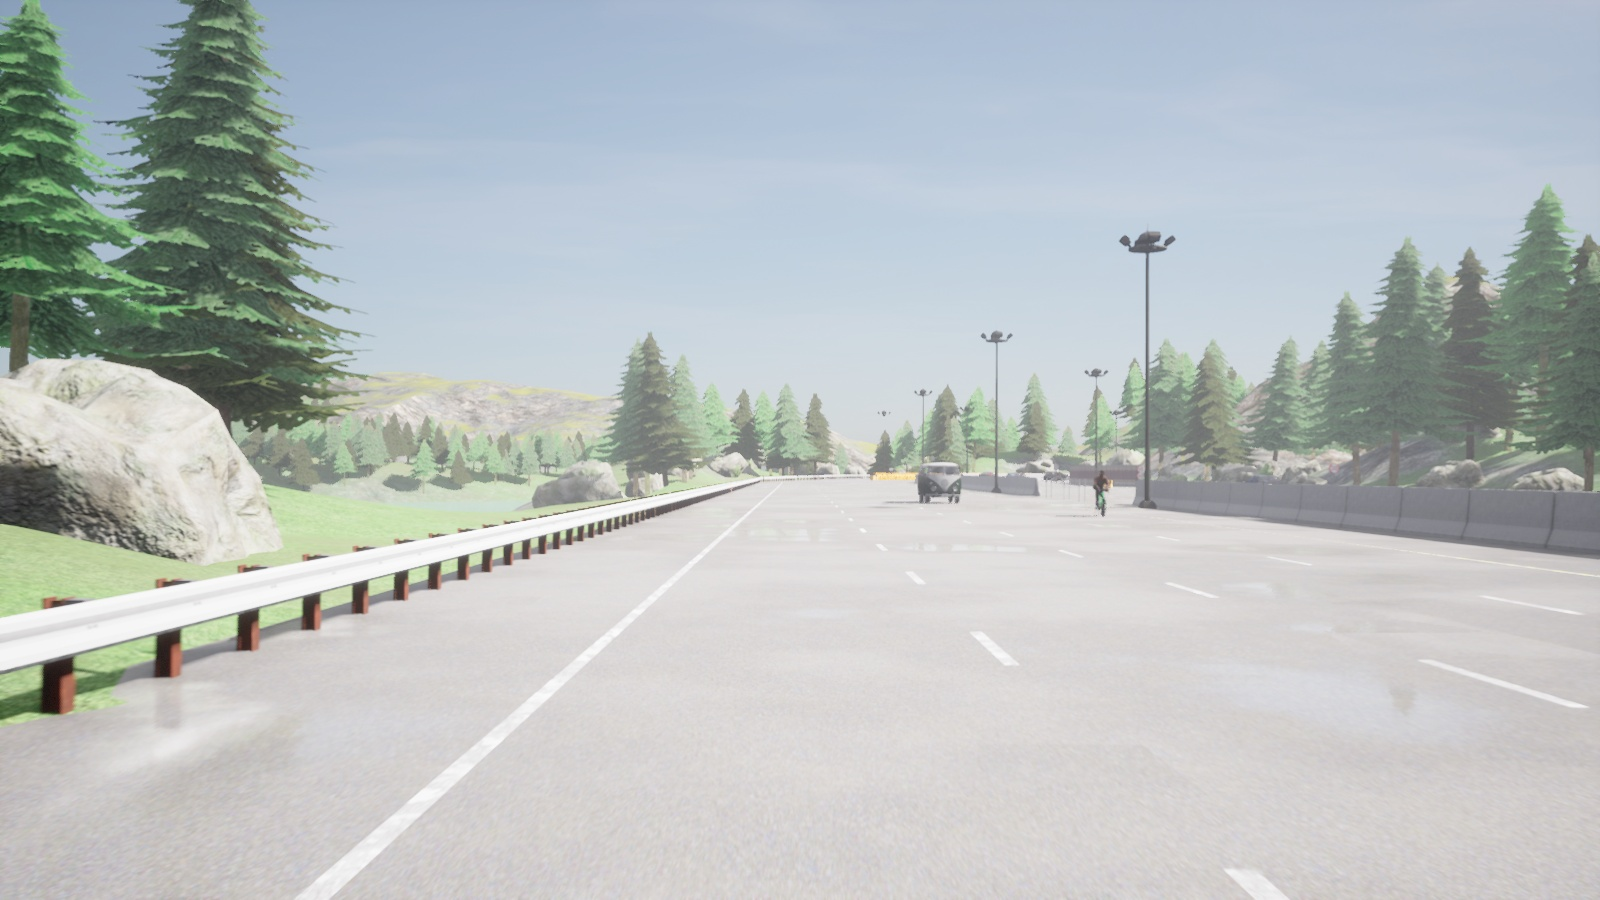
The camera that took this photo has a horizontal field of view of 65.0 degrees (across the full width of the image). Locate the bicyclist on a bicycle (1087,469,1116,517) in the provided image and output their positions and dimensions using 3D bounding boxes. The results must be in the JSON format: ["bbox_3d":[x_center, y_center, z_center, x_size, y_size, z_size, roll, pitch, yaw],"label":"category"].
[{"bbox_3d":[10.394,1.452,43.292,0.582,1.620,1.656,0,-1,0],"label":"bicyclist on a bicycle"}]

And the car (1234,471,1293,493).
[{"bbox_3d":[31.293,2.162,84.970,2.033,1.411,5.357,0,-1,0],"label":"car"}]

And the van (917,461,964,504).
[{"bbox_3d":[6.847,1.572,61.464,1.775,1.987,4.442,0,-1,0],"label":"van"}]
